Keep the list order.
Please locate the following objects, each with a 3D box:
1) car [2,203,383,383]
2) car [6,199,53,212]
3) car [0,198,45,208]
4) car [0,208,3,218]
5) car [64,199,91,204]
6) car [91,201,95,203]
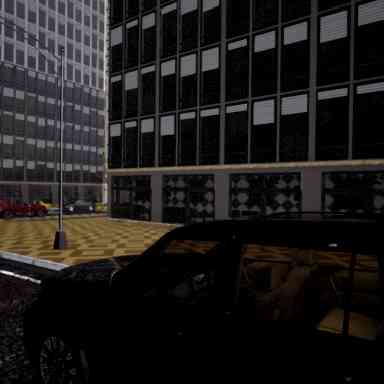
[{"bbox_3d":[0.665,1.221,3.209,5.566,2.045,2.150,0,0,36],"label":"car"},{"bbox_3d":[-19.632,1.640,40.456,1.752,1.417,4.829,1,0,37],"label":"car"},{"bbox_3d":[-16.161,1.517,31.071,2.192,1.841,5.009,1,0,37],"label":"car"},{"bbox_3d":[-7.318,1.347,8.929,4.553,1.767,2.097,0,0,36],"label":"car"},{"bbox_3d":[-14.697,1.703,42.739,1.837,1.490,4.892,1,0,37],"label":"car"},{"bbox_3d":[-9.337,1.828,40.263,1.752,1.417,4.829,1,0,37],"label":"car"}]
